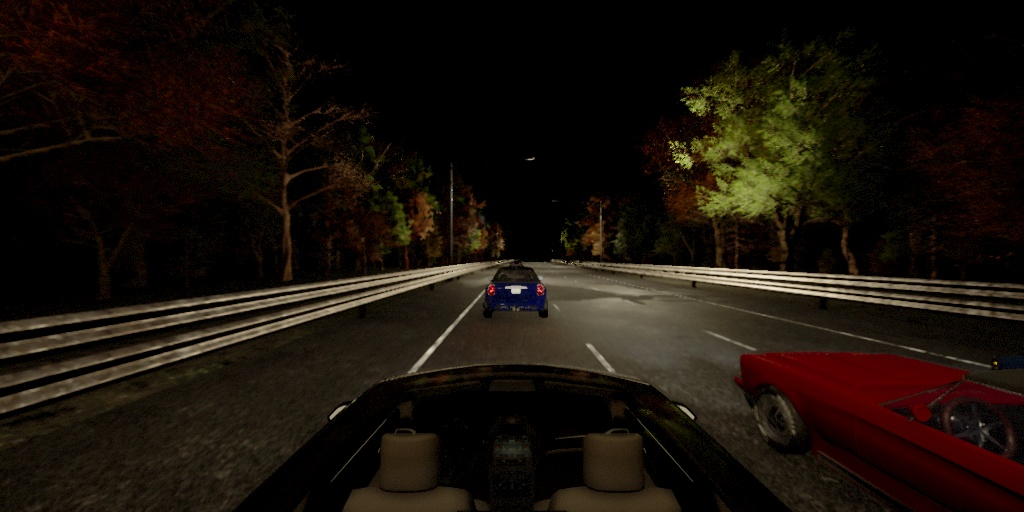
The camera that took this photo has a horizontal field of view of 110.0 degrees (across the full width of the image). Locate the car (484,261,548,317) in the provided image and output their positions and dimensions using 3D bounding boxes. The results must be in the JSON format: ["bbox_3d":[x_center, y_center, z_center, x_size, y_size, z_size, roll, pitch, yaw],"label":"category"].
[{"bbox_3d":[0.139,1.170,13.674,2.097,1.767,4.553,0,0,0],"label":"car"}]

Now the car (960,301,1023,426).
[{"bbox_3d":[7.099,1.303,2.182,2.033,1.411,5.357,0,0,0],"label":"car"}]

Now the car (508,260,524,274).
[{"bbox_3d":[0.600,1.443,47.488,2.033,1.649,4.856,0,0,1],"label":"car"}]

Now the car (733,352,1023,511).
[{"bbox_3d":[3.600,1.355,2.177,1.895,1.301,4.718,0,0,0],"label":"car"}]
